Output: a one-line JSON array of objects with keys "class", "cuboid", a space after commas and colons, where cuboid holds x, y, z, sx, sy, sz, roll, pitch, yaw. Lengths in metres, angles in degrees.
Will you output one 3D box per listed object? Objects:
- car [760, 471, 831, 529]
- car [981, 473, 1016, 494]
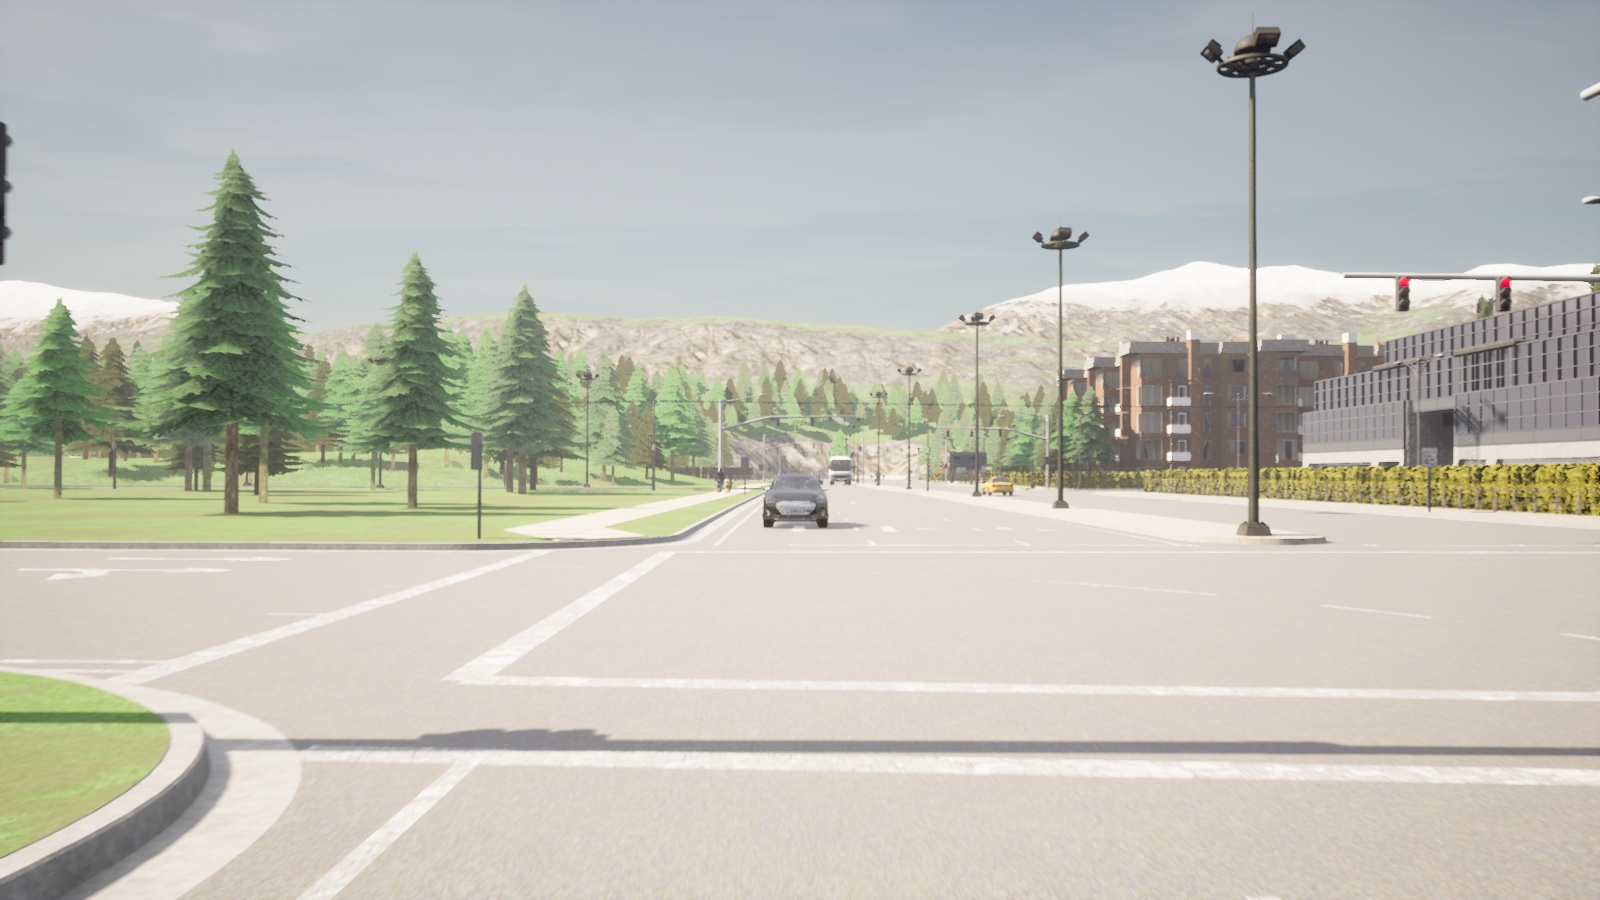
[{"class": "car", "cuboid": [-0.132, 1.482, 38.355, 2.033, 1.649, 4.856, 0, -1, 0]}, {"class": "car", "cuboid": [14.932, 2.509, 94.755, 1.801, 1.575, 5.366, 0, -1, 0]}]
